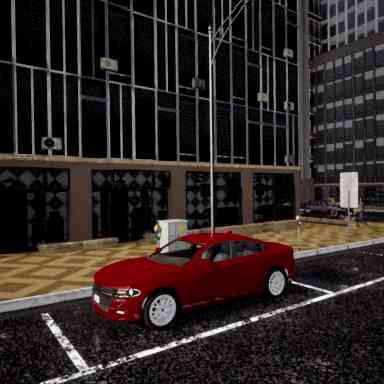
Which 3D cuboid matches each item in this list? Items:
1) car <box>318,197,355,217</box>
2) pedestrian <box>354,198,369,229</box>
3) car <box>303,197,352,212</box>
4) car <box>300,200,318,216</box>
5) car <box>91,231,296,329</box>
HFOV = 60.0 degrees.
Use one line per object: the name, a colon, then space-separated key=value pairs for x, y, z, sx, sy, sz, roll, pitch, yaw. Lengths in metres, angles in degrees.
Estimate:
car: x=12.080 y=1.423 z=30.635 sx=2.033 sy=1.411 sz=5.357 roll=-1 pitch=1 yaw=-35
pedestrian: x=9.516 y=1.159 z=18.737 sx=0.375 sy=1.860 sz=0.375 roll=-1 pitch=0 yaw=-35
car: x=14.884 y=1.276 z=36.714 sx=1.752 sy=1.417 sz=4.829 roll=-1 pitch=1 yaw=-35
car: x=8.890 y=1.452 z=30.763 sx=2.008 sy=1.369 sz=4.403 roll=-1 pitch=1 yaw=-35
car: x=0.231 y=1.544 z=6.889 sx=4.507 sy=1.381 sz=1.887 roll=0 pitch=-1 yaw=-35
